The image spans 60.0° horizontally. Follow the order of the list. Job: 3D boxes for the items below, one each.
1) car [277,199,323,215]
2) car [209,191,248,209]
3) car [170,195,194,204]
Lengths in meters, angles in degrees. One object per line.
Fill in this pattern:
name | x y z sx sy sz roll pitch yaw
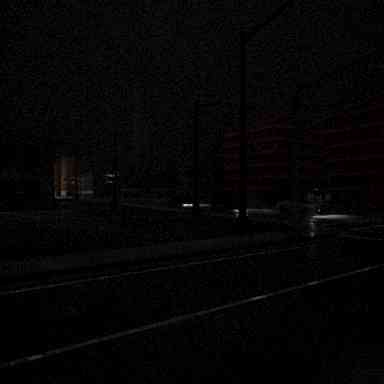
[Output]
car | 10.481 1.393 32.690 1.812 1.442 4.674 0 1 -34
car | 4.463 0.934 41.482 2.150 2.045 5.566 0 1 -35
car | -1.518 1.090 50.219 1.994 1.385 4.181 0 1 -34
